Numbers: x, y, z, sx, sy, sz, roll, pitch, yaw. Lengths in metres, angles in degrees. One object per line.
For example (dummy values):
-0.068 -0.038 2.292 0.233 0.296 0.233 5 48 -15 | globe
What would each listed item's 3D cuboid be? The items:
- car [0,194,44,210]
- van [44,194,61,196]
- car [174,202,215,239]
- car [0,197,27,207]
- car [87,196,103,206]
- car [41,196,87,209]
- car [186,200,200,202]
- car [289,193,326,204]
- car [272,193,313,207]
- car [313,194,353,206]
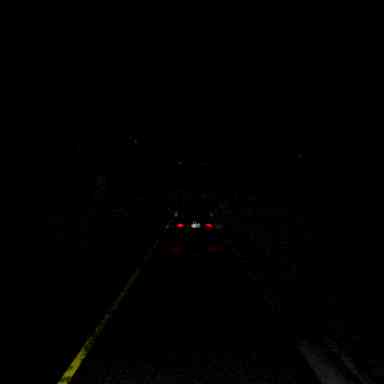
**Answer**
-20.972 1.251 39.776 5.009 1.841 2.192 -1 2 0 | car
-20.965 1.132 48.300 3.998 1.788 1.690 -1 2 0 | van
0.101 1.435 16.424 2.033 1.411 5.357 0 0 0 | car
-26.642 1.413 48.318 4.313 1.339 1.947 -1 2 0 | car
-15.454 1.260 48.295 4.829 1.417 1.752 -1 2 0 | car
-15.289 1.460 39.772 4.206 1.307 1.802 -1 2 0 | car
0.096 1.365 27.591 1.994 1.385 4.181 0 0 0 | car
16.728 0.907 48.232 4.829 1.417 1.752 -1 2 0 | car
11.679 1.151 39.719 4.313 1.339 1.947 -1 2 0 | car
17.058 1.074 39.708 4.403 1.369 2.008 -1 2 0 | car
